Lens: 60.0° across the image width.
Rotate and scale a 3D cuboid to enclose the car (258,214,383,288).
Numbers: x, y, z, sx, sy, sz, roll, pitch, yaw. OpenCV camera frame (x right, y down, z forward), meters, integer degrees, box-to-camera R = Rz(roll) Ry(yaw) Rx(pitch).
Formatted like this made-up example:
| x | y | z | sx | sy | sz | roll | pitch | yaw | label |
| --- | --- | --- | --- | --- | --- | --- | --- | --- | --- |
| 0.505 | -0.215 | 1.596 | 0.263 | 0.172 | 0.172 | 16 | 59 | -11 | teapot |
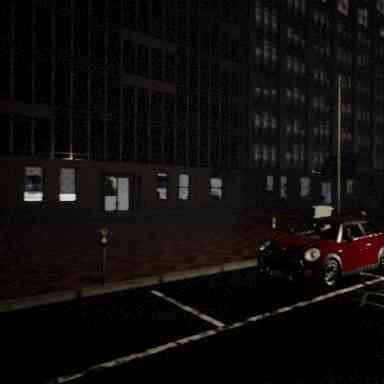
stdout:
| x | y | z | sx | sy | sz | roll | pitch | yaw | label |
| --- | --- | --- | --- | --- | --- | --- | --- | --- | --- |
| 3.709 | 1.440 | 9.195 | 4.097 | 1.590 | 1.967 | 0 | 1 | -36 | car |
